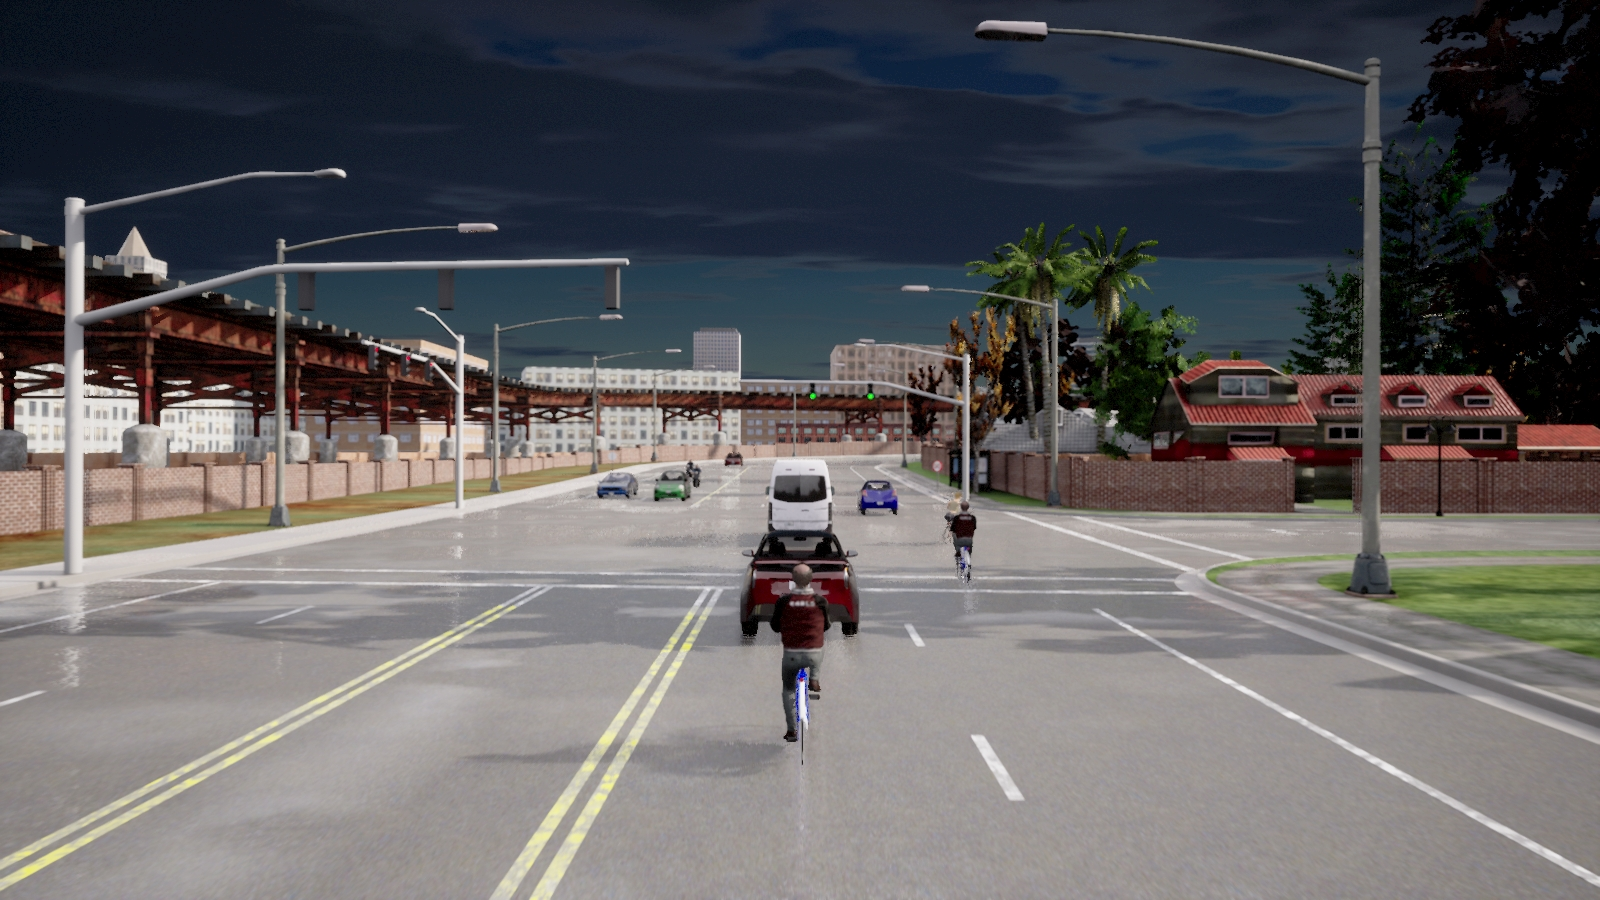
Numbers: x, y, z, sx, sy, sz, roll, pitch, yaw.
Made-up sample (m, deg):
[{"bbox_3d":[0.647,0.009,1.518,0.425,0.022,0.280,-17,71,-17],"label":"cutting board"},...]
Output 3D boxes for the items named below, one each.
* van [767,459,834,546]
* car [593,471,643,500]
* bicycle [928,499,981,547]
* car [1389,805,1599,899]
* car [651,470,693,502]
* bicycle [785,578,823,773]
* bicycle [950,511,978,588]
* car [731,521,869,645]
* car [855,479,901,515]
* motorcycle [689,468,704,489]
[{"bbox_3d":[0.015,1.591,36.979,1.988,2.561,5.915,0,0,0],"label":"van"},{"bbox_3d":[-10.499,2.023,66.229,2.033,1.411,5.357,0,1,0],"label":"car"},{"bbox_3d":[4.751,2.216,34.995,0.859,1.301,1.487,8,4,37],"label":"bicycle"},{"bbox_3d":[3.233,2.123,1.848,2.033,1.411,5.357,0,0,3],"label":"car"},{"bbox_3d":[-6.998,1.960,62.898,1.851,1.617,3.988,0,1,0],"label":"car"},{"bbox_3d":[0.033,2.069,10.869,0.329,1.496,1.835,0,0,0],"label":"bicycle"},{"bbox_3d":[3.519,2.105,24.616,0.329,1.496,1.835,0,0,0],"label":"bicycle"},{"bbox_3d":[-0.002,2.074,18.877,2.007,1.525,4.514,0,0,0],"label":"car"},{"bbox_3d":[3.501,2.102,52.025,1.845,1.501,3.633,0,0,0],"label":"car"},{"bbox_3d":[-7.009,1.930,77.625,0.856,1.341,1.805,0,1,0],"label":"motorcycle"}]
